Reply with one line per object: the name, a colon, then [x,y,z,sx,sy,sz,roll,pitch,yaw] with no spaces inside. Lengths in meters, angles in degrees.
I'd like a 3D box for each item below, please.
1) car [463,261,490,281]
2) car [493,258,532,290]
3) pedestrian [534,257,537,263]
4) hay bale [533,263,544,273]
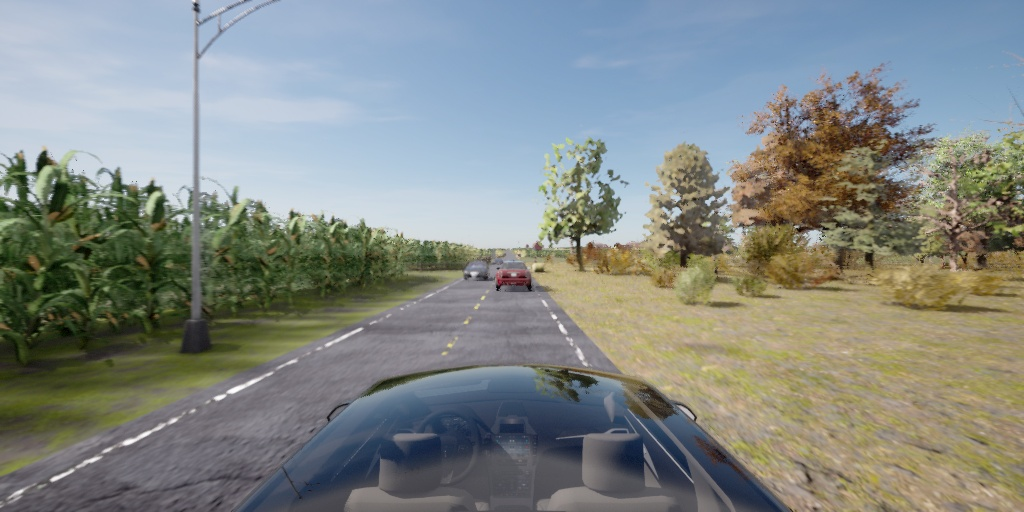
car: [-2.834,1.209,29.502,2.128,1.511,4.902,0,0,0]
car: [0.106,1.082,22.258,2.097,1.767,4.553,0,0,0]
pedestrian: [2.843,0.982,43.375,0.375,1.860,0.375,0,1,0]
hay bale: [3.143,1.342,42.263,1.220,1.180,1.240,0,0,0]
